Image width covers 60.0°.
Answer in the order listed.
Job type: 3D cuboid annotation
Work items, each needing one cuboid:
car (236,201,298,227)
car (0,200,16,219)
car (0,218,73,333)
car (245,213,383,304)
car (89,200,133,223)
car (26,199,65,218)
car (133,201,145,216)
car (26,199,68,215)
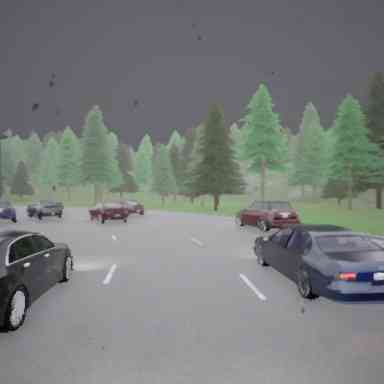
[{"bbox_3d":[4.299,1.286,19.601,2.097,1.767,4.553,0,0,-17],"label":"car"},{"bbox_3d":[-15.151,1.398,25.771,2.097,1.767,4.553,-1,0,-38],"label":"car"},{"bbox_3d":[-3.848,1.515,6.729,1.837,1.490,4.892,0,0,-5],"label":"car"},{"bbox_3d":[3.067,1.512,8.286,2.033,1.411,5.357,0,0,-5],"label":"car"},{"bbox_3d":[-6.453,1.470,25.407,1.882,1.535,5.008,0,0,-31],"label":"car"},{"bbox_3d":[-12.596,1.517,28.253,2.128,1.511,4.902,0,0,-40],"label":"car"},{"bbox_3d":[-6.172,1.505,31.390,1.812,1.442,4.674,0,0,-38],"label":"car"},{"bbox_3d":[-15.634,1.523,35.817,4.902,1.511,2.128,0,0,39],"label":"car"}]
